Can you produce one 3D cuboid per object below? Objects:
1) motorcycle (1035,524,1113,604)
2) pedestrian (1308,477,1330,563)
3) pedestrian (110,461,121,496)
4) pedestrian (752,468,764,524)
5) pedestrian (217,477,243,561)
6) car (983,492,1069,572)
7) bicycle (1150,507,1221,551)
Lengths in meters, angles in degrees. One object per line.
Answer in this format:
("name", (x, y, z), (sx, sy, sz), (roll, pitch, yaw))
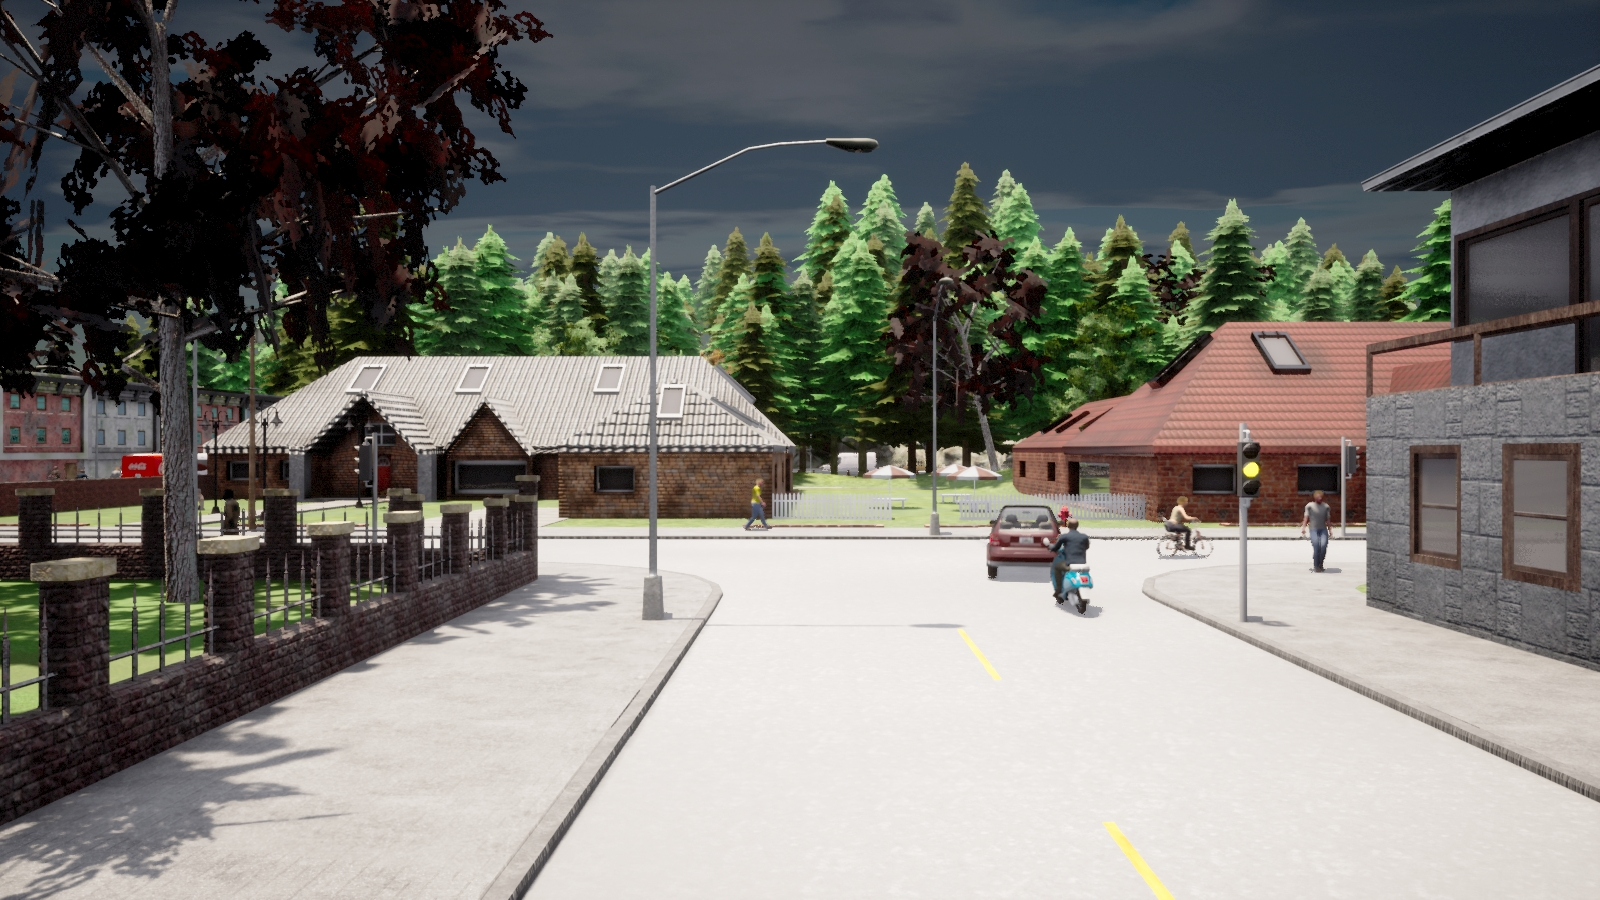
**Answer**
("motorcycle", (4.775, 1.962, 20.055), (0.856, 1.236, 1.805), (0, 0, -3))
("pedestrian", (11.385, 1.518, 25.072), (0.375, 1.860, 0.375), (0, 0, 11))
("pedestrian", (-37.037, 1.524, 61.797), (0.375, 1.860, 0.375), (0, 0, 3))
("pedestrian", (-1.392, 1.524, 37.953), (0.375, 1.860, 0.375), (0, 0, 2))
("pedestrian", (-12.649, 1.523, 25.348), (0.375, 1.860, 0.375), (0, 0, 4))
("car", (5.218, 1.806, 26.191), (1.789, 1.549, 3.705), (0, 0, 13))
("bicycle", (9.937, 2.037, 29.488), (1.487, 1.080, 0.859), (0, 1, -5))
